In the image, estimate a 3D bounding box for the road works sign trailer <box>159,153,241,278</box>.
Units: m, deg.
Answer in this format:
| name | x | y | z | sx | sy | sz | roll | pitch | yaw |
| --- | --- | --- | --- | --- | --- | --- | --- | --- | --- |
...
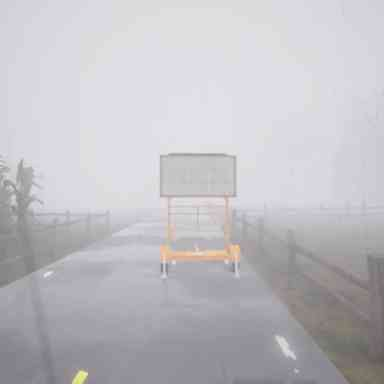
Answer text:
| name | x | y | z | sx | sy | sz | roll | pitch | yaw |
| --- | --- | --- | --- | --- | --- | --- | --- | --- | --- |
| road works sign trailer | 0.182 | 0.573 | 10.520 | 2.380 | 3.560 | 2.880 | 0 | -1 | -2 |
